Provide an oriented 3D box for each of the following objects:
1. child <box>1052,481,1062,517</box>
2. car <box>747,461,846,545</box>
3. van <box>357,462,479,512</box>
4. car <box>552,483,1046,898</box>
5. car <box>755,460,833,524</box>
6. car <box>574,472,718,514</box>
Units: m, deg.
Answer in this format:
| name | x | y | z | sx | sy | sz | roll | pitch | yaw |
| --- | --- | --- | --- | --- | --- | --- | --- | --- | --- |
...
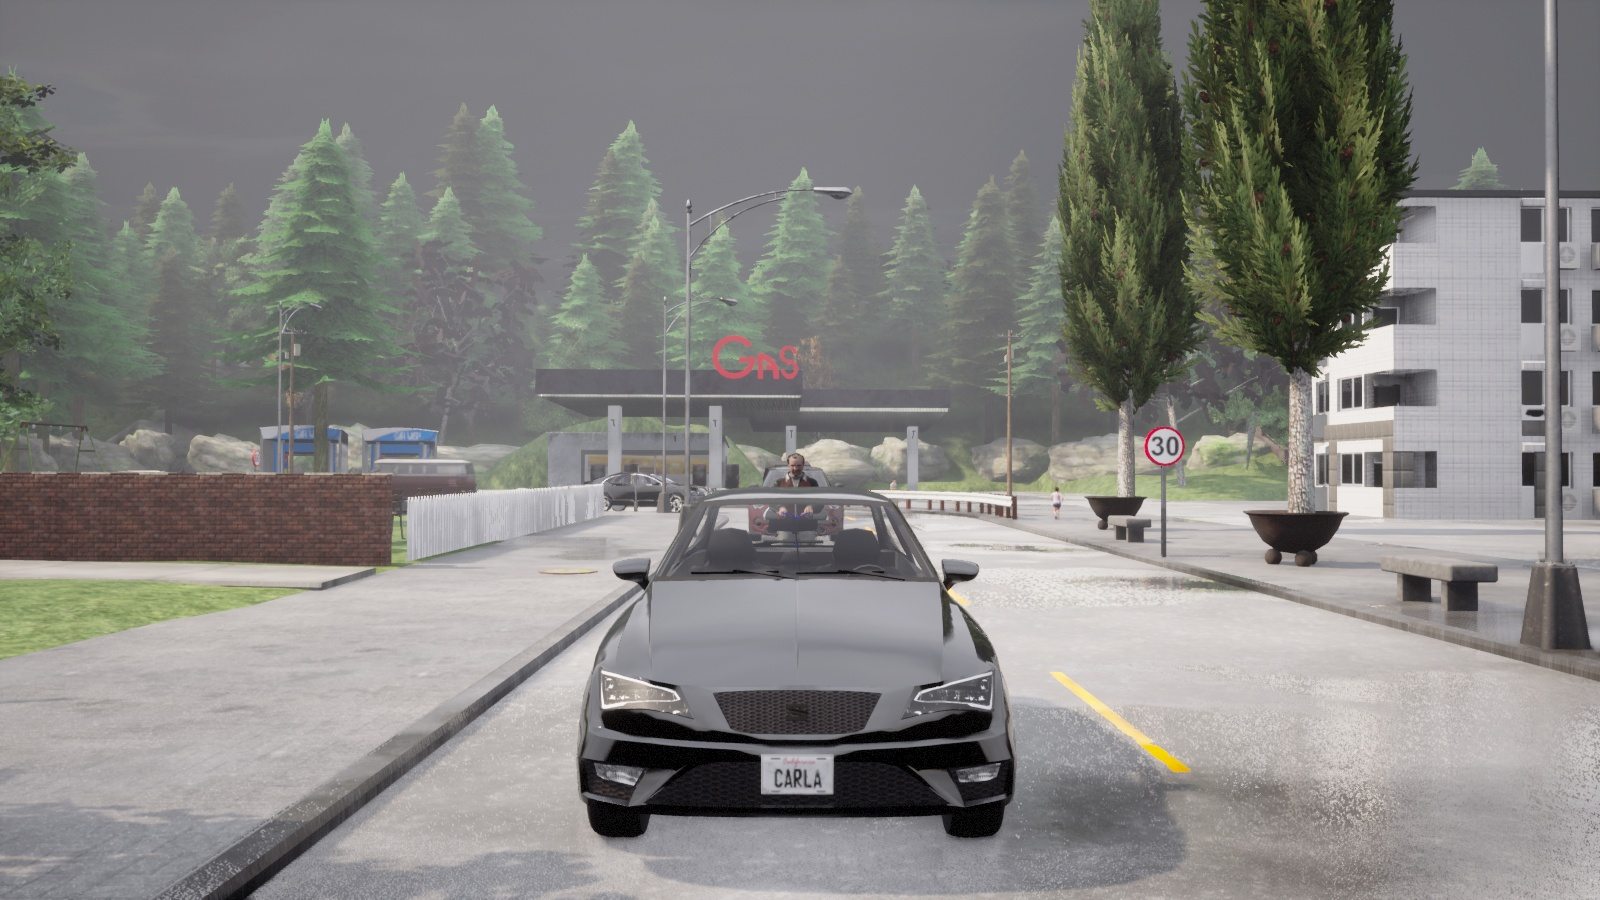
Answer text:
| name | x | y | z | sx | sy | sz | roll | pitch | yaw |
| --- | --- | --- | --- | --- | --- | --- | --- | --- | --- |
| child | 7.982 | 1.526 | 39.026 | 0.255 | 1.110 | 0.394 | 0 | -1 | 5 |
| car | -0.078 | 1.157 | 28.938 | 2.097 | 1.767 | 4.553 | 0 | -1 | 0 |
| van | -15.540 | 1.488 | 51.281 | 4.442 | 1.987 | 1.775 | 0 | -1 | 0 |
| car | -0.018 | 0.941 | 6.728 | 1.816 | 1.474 | 4.193 | 0 | -1 | 0 |
| car | -0.246 | 1.264 | 38.927 | 1.905 | 1.878 | 3.866 | 0 | -1 | -8 |
| car | -5.692 | 1.575 | 46.617 | 4.902 | 1.511 | 2.128 | 0 | -1 | 14 |
